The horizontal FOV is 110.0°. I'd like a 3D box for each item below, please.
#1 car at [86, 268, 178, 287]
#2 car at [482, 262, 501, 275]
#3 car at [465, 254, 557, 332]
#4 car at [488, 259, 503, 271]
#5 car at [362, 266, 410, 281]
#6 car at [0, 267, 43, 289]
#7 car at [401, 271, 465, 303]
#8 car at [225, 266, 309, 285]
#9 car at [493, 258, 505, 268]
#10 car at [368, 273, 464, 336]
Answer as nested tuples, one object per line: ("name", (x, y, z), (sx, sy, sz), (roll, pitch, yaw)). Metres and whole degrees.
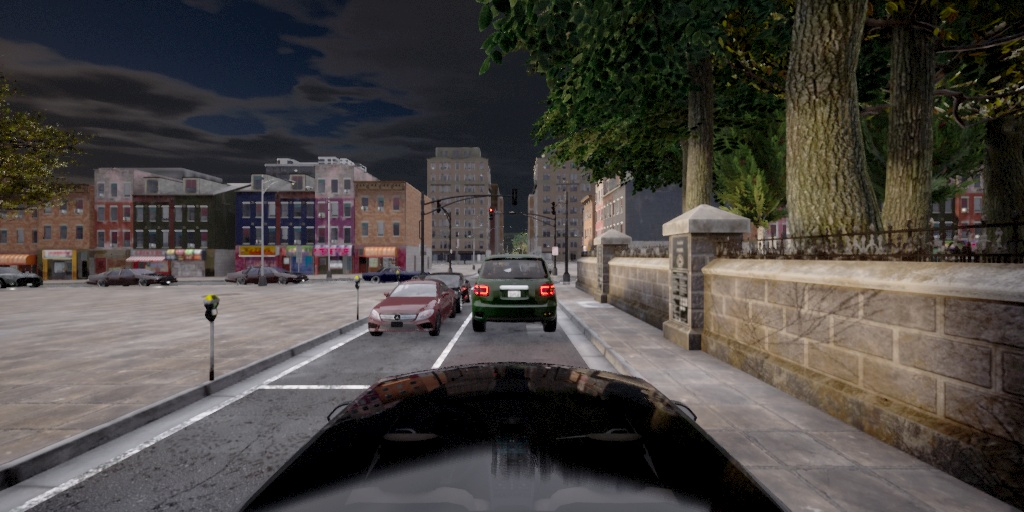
("car", (-28.374, 1.620, 26.828), (5.357, 1.411, 2.033), (-1, 0, 0))
("car", (-2.252, 1.336, 40.744), (1.895, 1.301, 4.718), (0, 0, 0))
("car", (0.082, 0.970, 10.973), (2.150, 2.045, 5.566), (0, 0, 1))
("car", (-2.258, 1.209, 51.157), (1.882, 1.535, 5.008), (0, 0, 0))
("car", (-8.539, 1.422, 26.881), (4.718, 1.301, 1.895), (-1, 0, 0))
("car", (-38.333, 1.594, 26.821), (4.553, 1.767, 2.097), (-1, 0, 0))
("car", (-2.629, 1.313, 13.958), (1.948, 1.339, 4.313), (0, 0, 0))
("car", (-18.300, 1.478, 26.855), (5.357, 1.411, 2.033), (-1, 0, 0))
("car", (-2.240, 1.205, 61.599), (1.882, 1.535, 5.008), (0, 0, 0))
("car", (-2.632, 1.330, 10.296), (1.802, 1.307, 4.207), (0, 0, 0))
